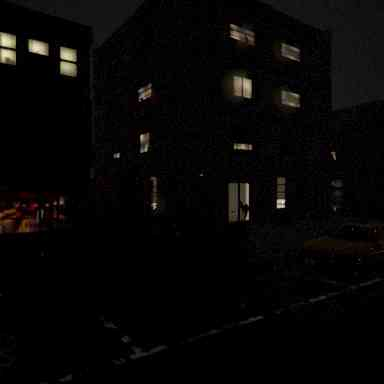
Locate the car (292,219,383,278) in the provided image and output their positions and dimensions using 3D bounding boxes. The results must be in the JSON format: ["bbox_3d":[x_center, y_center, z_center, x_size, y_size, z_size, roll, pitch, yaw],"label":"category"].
[{"bbox_3d":[5.056,1.526,10.177,4.829,1.417,1.752,0,0,-36],"label":"car"}]

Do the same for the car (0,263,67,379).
[{"bbox_3d":[-3.795,1.551,3.854,4.403,1.369,2.008,0,0,-36],"label":"car"}]
